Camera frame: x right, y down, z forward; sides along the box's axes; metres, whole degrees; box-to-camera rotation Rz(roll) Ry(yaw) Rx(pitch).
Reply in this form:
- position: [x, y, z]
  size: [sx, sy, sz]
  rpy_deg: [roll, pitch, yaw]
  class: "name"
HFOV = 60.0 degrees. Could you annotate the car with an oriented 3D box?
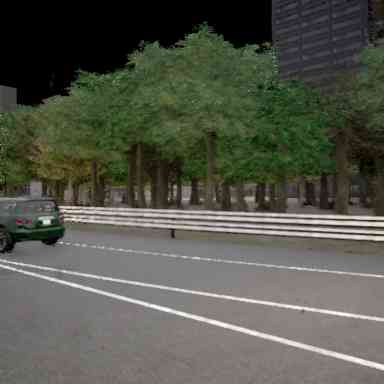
- position: [-7.728, 1.230, 13.949]
  size: [5.566, 2.045, 2.150]
  rpy_deg: [0, 0, 32]
  class: "car"
